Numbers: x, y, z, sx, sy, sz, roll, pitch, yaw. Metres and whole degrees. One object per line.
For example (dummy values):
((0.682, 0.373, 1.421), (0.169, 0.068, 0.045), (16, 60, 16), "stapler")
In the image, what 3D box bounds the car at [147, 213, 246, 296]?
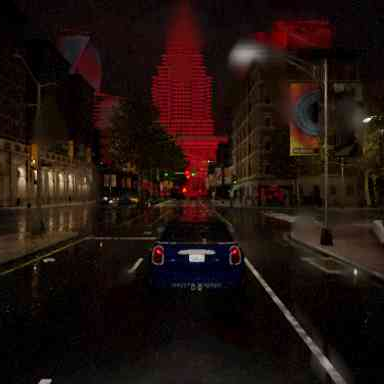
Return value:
((0.107, 1.367, 8.843), (2.097, 1.767, 4.553), (0, 0, 0), "car")

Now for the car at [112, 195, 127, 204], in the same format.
((-14.770, 1.470, 67.971), (2.097, 1.767, 4.553), (0, 0, 0), "car")

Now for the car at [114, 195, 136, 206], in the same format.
((-11.391, 1.624, 56.687), (1.812, 1.442, 4.674), (0, 0, 0), "car")

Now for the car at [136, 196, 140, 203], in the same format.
((-11.306, 1.592, 65.835), (1.882, 1.535, 5.008), (0, 0, 1), "car")

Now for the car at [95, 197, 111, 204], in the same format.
((-18.021, 1.711, 67.363), (1.895, 1.301, 4.718), (0, 0, 0), "car")

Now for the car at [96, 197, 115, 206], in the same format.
((-14.881, 1.648, 57.861), (2.033, 1.411, 5.357), (0, 0, 0), "car")

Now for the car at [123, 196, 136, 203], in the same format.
((-14.734, 1.661, 78.373), (2.128, 1.511, 4.902), (0, 0, 0), "car")

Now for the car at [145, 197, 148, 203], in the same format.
((-11.243, 1.684, 75.708), (1.994, 1.385, 4.181), (0, 0, 0), "car")

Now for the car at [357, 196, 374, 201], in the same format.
((34.678, 1.601, 68.577), (2.231, 1.521, 4.892), (0, 0, 0), "car")
